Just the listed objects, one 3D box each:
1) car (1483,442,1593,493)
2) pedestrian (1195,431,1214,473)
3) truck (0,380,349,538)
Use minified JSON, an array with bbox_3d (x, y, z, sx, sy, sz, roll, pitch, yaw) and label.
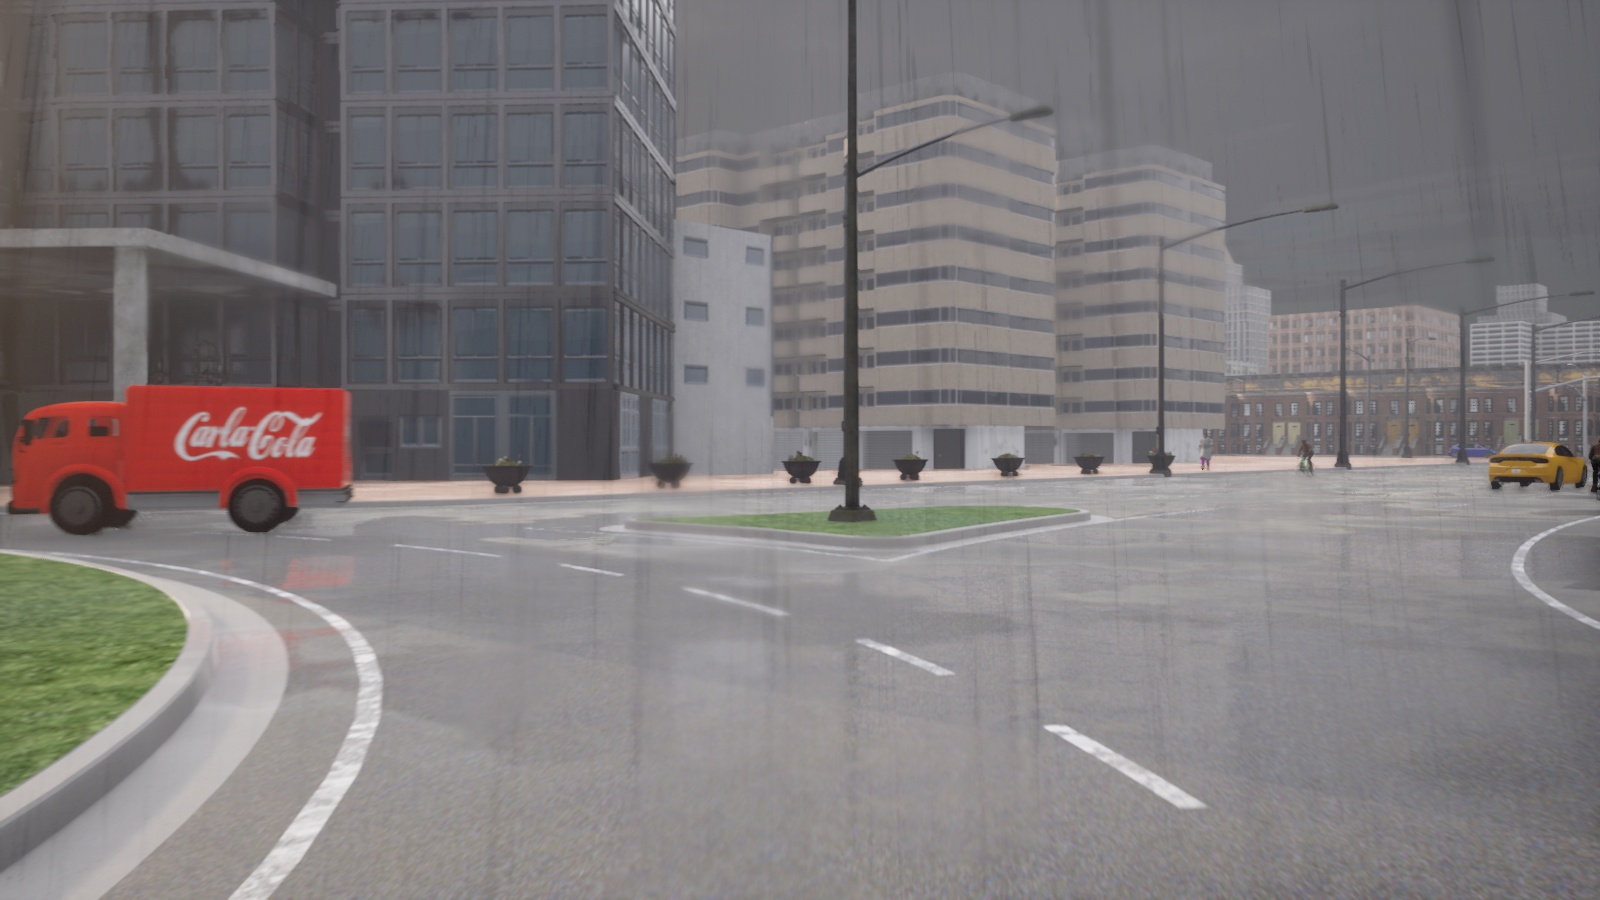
[{"bbox_3d":[23.885,0.520,40.564,1.882,1.535,5.008,0,0,45],"label":"car"},{"bbox_3d":[19.273,0.085,59.817,0.659,1.952,0.873,0,0,32],"label":"pedestrian"},{"bbox_3d":[-10.592,0.128,21.542,5.204,2.467,2.627,0,1,-16],"label":"truck"}]
